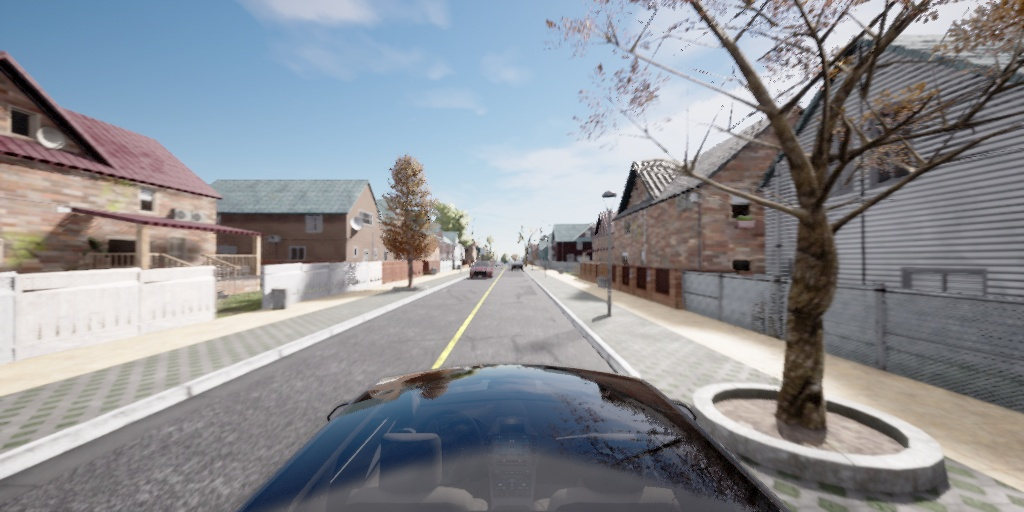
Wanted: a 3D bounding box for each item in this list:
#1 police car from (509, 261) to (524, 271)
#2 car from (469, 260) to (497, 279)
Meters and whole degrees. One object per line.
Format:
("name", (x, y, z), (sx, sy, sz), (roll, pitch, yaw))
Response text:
("police car", (0.825, 1.515, 57.686), (1.930, 1.638, 5.238), (0, 0, 0))
("car", (-2.843, 1.264, 34.228), (2.097, 1.767, 4.553), (0, 0, 0))
